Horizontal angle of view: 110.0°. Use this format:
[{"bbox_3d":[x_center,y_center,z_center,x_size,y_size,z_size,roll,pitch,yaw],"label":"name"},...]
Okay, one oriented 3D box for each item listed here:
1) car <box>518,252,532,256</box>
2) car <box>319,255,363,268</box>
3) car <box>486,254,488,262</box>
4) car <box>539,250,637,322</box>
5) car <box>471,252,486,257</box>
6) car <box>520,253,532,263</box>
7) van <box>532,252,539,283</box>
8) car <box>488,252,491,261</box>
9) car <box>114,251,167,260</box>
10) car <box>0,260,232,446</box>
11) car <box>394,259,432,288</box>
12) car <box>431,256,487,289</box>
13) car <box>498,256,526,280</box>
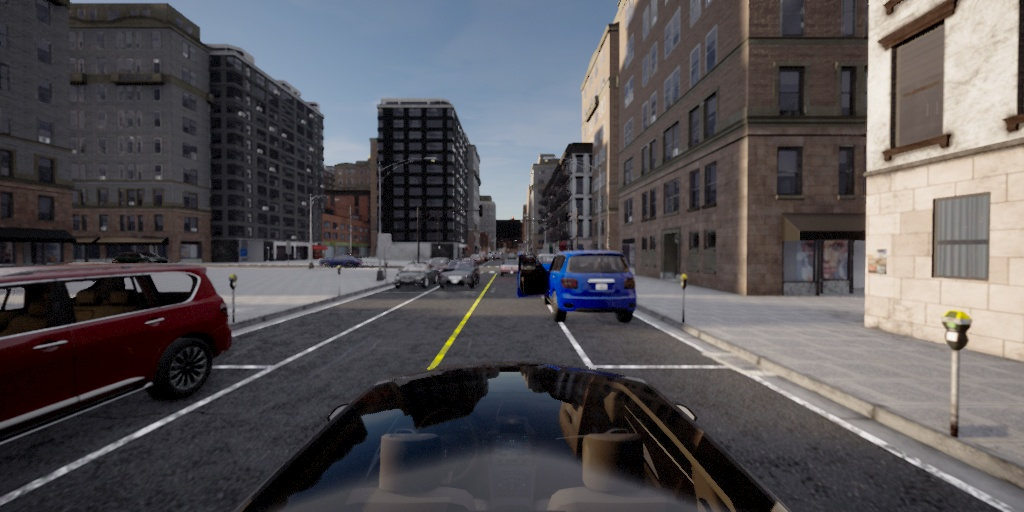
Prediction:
[{"bbox_3d":[2.595,0.253,58.606,2.192,1.841,5.009,0,0,0],"label":"car"},{"bbox_3d":[-19.740,0.611,41.513,4.674,1.442,1.812,0,1,-1],"label":"car"},{"bbox_3d":[-5.430,0.464,58.430,1.751,1.417,4.829,0,0,0],"label":"car"},{"bbox_3d":[2.262,0.831,11.735,2.150,2.045,5.566,0,1,0],"label":"car"},{"bbox_3d":[-5.426,0.456,53.191,1.967,1.591,4.097,0,0,0],"label":"car"},{"bbox_3d":[2.599,0.561,53.198,1.888,1.381,4.507,0,0,0],"label":"car"},{"bbox_3d":[2.620,0.742,26.320,1.690,1.789,3.998,0,0,0],"label":"van"},{"bbox_3d":[-5.434,0.176,64.009,2.192,1.841,5.009,0,0,0],"label":"car"},{"bbox_3d":[-39.773,0.368,38.508,4.553,1.767,2.097,0,1,0],"label":"car"},{"bbox_3d":[-5.388,1.038,3.596,2.192,1.841,5.009,0,0,0],"label":"car"},{"bbox_3d":[-5.401,1.034,20.635,2.007,1.370,4.403,0,0,0],"label":"car"},{"bbox_3d":[-2.847,0.979,20.369,2.128,1.511,4.902,0,1,0],"label":"car"},{"bbox_3d":[-0.021,0.948,30.097,1.895,1.301,4.718,0,1,0],"label":"car"}]
